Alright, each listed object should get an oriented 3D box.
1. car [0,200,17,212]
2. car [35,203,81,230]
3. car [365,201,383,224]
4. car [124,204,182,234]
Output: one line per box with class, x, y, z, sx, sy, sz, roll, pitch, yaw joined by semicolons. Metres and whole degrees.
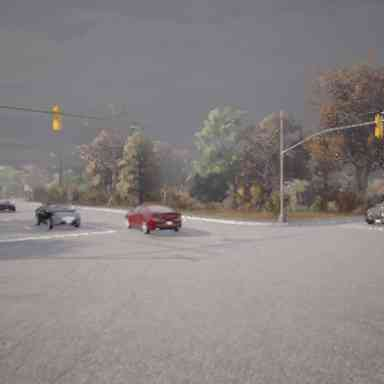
car;-20.761;1.591;36.621;1.895;1.301;4.718;-1;0;-39
car;-8.609;1.451;21.214;2.128;1.511;4.902;-1;1;-37
car;13.699;1.296;22.402;4.553;1.767;2.097;1;-1;-34
car;-2.340;1.412;18.876;1.882;1.535;5.008;0;0;-29
